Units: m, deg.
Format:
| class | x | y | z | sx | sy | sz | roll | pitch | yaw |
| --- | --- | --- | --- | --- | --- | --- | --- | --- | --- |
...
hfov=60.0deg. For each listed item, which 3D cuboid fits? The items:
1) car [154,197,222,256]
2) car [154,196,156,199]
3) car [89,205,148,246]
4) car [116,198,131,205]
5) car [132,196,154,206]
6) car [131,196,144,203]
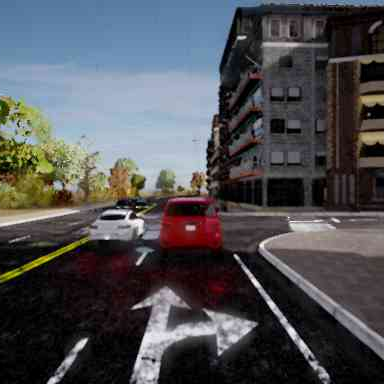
| class | x | y | z | sx | sy | sz | roll | pitch | yaw |
| --- | --- | --- | --- | --- | --- | --- | --- | --- | --- |
| car | -0.056 | 1.230 | 13.286 | 2.150 | 2.045 | 5.566 | 0 | 0 | 0 |
| car | -8.398 | 1.528 | 70.905 | 1.837 | 1.490 | 4.892 | 0 | 0 | -1 |
| car | -3.326 | 1.534 | 15.227 | 1.812 | 1.442 | 4.674 | 0 | 0 | -1 |
| car | -11.235 | 1.617 | 54.987 | 1.994 | 1.385 | 4.181 | 0 | 0 | -2 |
| car | -7.969 | 1.599 | 54.417 | 2.033 | 1.411 | 5.357 | 0 | 0 | -2 |
| car | -11.658 | 1.526 | 71.380 | 2.033 | 1.411 | 5.357 | 0 | 0 | -1 |
